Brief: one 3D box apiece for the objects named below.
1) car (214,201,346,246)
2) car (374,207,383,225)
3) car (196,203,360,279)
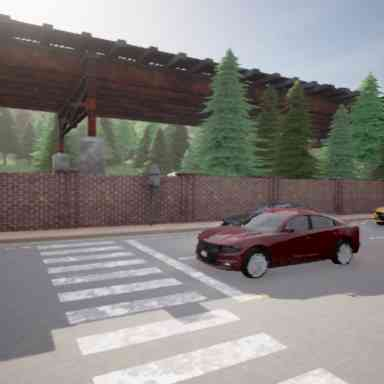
[{"bbox_3d":[3.763,1.166,13.927,5.357,1.411,2.033,0,2,-29],"label":"car"},{"bbox_3d":[12.358,1.094,18.613,5.008,1.535,1.882,0,2,-29],"label":"car"},{"bbox_3d":[2.492,1.220,9.249,5.008,1.535,1.882,0,2,-29],"label":"car"}]
